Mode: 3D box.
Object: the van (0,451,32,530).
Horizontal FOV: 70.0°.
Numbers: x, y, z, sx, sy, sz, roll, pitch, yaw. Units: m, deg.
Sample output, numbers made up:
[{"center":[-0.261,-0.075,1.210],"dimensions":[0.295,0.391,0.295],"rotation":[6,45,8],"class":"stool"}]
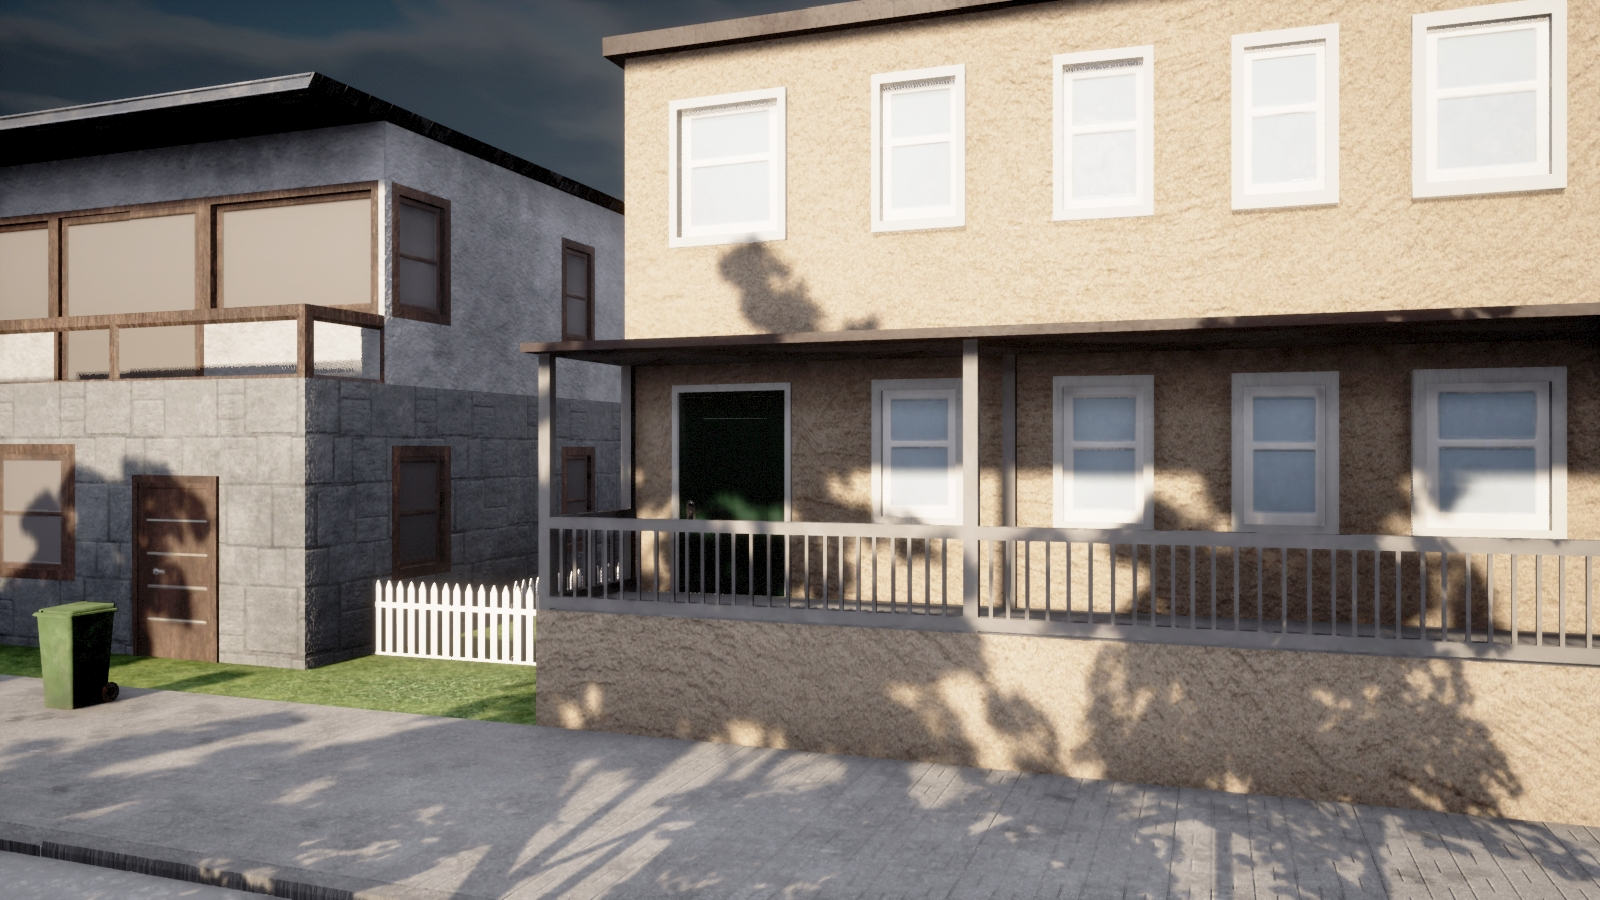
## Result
[{"center":[-27.753,1.329,35.973],"dimensions":[1.988,2.561,5.915],"rotation":[0,0,20],"class":"van"}]
